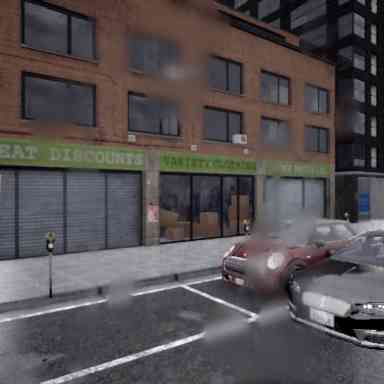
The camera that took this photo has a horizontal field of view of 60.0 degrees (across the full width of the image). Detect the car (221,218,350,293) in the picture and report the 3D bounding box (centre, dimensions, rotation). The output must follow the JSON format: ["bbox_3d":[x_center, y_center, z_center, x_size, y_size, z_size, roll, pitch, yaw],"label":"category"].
[{"bbox_3d":[2.675,1.441,8.438,4.097,1.590,1.967,0,0,-35],"label":"car"}]

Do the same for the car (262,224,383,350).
[{"bbox_3d":[3.817,1.492,6.097,4.902,1.511,2.128,0,0,-35],"label":"car"}]
